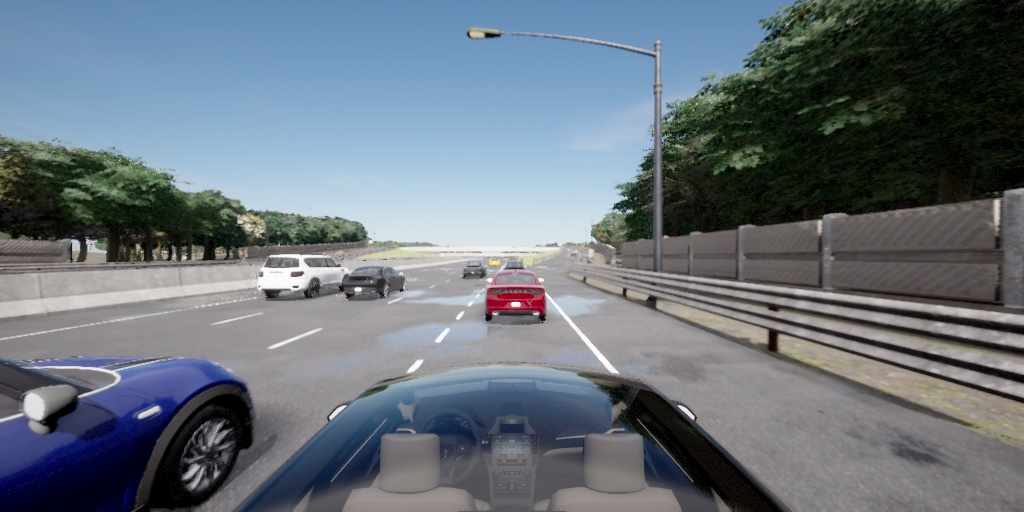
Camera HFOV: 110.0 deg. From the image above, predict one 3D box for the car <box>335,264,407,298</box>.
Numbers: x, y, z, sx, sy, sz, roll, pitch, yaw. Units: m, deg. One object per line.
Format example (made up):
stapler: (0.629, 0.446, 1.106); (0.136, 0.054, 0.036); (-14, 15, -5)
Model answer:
car: (-6.866, 1.253, 18.437); (1.837, 1.490, 4.892); (0, 0, 0)

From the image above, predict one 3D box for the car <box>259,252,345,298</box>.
car: (-10.367, 0.969, 18.454); (2.150, 2.045, 5.566); (0, 0, 0)

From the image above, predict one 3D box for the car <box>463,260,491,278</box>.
car: (-3.394, 1.239, 33.430); (2.128, 1.511, 4.902); (0, 0, 0)

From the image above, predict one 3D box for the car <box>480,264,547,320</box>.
car: (0.117, 1.227, 12.707); (1.882, 1.535, 5.008); (0, 0, 0)

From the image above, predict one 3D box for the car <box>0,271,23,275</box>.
car: (-31.518, 1.293, 20.125); (2.033, 1.411, 5.357); (0, 0, 1)

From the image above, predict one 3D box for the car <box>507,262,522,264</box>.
car: (0.226, 1.253, 30.954); (1.837, 1.490, 4.892); (0, 0, 1)

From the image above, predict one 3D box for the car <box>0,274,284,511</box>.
car: (-3.499, 1.103, 1.530); (2.097, 1.767, 4.553); (0, 0, 0)
